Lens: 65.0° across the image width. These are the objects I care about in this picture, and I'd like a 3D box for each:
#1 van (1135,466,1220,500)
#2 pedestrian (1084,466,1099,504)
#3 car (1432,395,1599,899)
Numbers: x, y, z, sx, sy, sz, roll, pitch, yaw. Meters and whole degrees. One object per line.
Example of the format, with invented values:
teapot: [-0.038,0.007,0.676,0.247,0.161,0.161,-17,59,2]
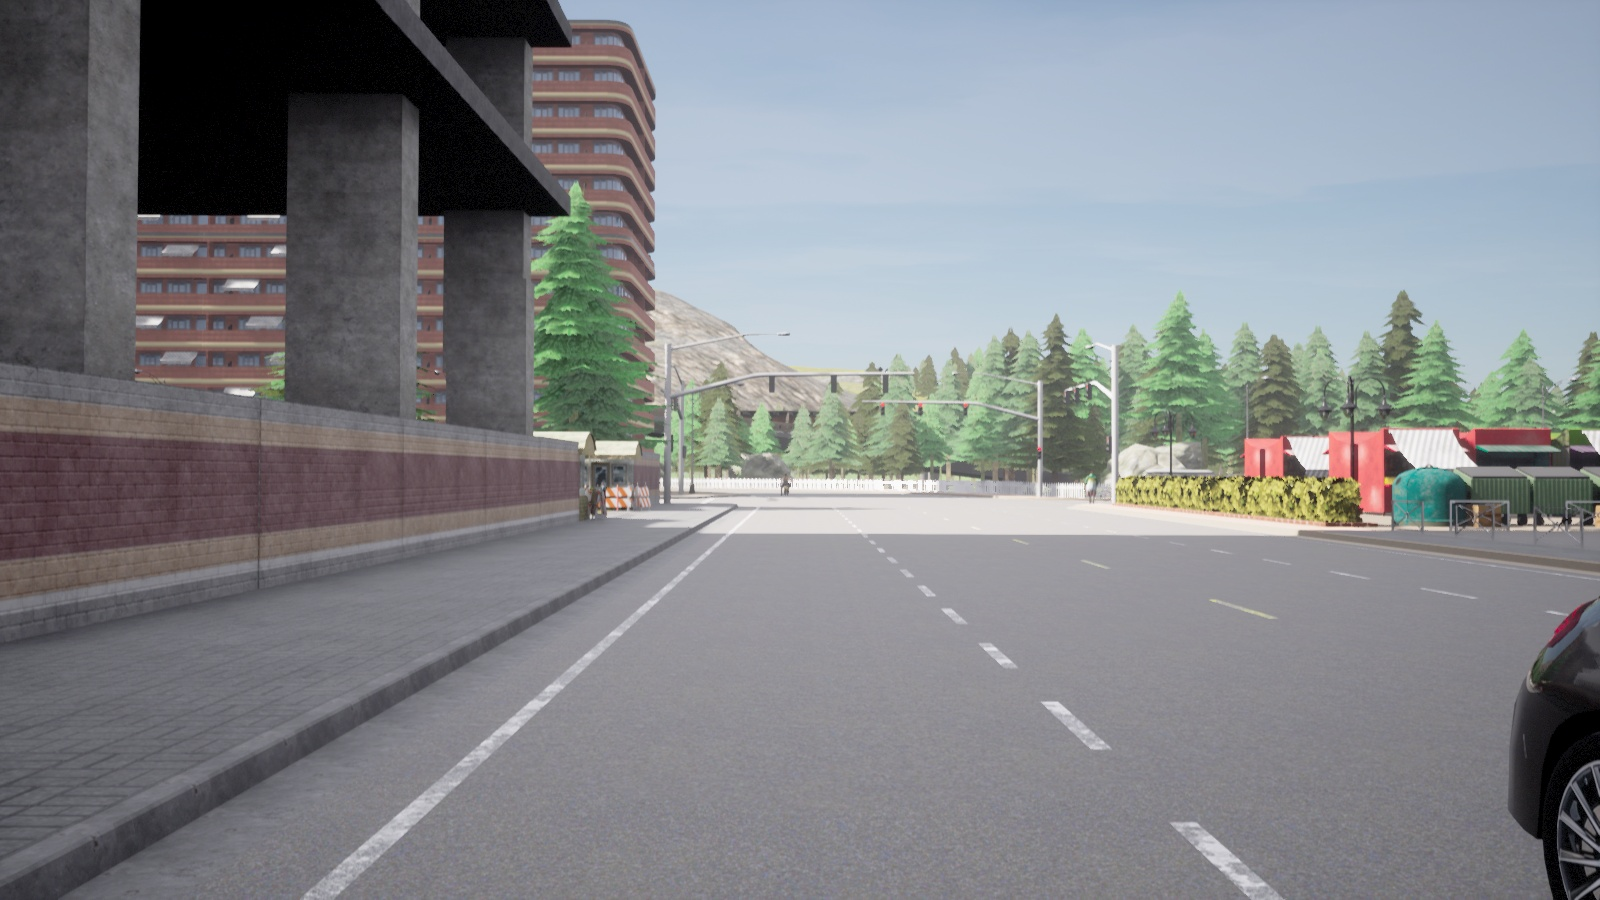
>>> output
van: [22.135,1.933,73.728,4.442,1.987,1.775,0,-1,0]
pedestrian: [15.092,1.811,65.008,0.659,1.952,0.873,0,-1,7]
car: [3.493,0.626,2.259,2.152,1.651,5.027,0,-1,0]
